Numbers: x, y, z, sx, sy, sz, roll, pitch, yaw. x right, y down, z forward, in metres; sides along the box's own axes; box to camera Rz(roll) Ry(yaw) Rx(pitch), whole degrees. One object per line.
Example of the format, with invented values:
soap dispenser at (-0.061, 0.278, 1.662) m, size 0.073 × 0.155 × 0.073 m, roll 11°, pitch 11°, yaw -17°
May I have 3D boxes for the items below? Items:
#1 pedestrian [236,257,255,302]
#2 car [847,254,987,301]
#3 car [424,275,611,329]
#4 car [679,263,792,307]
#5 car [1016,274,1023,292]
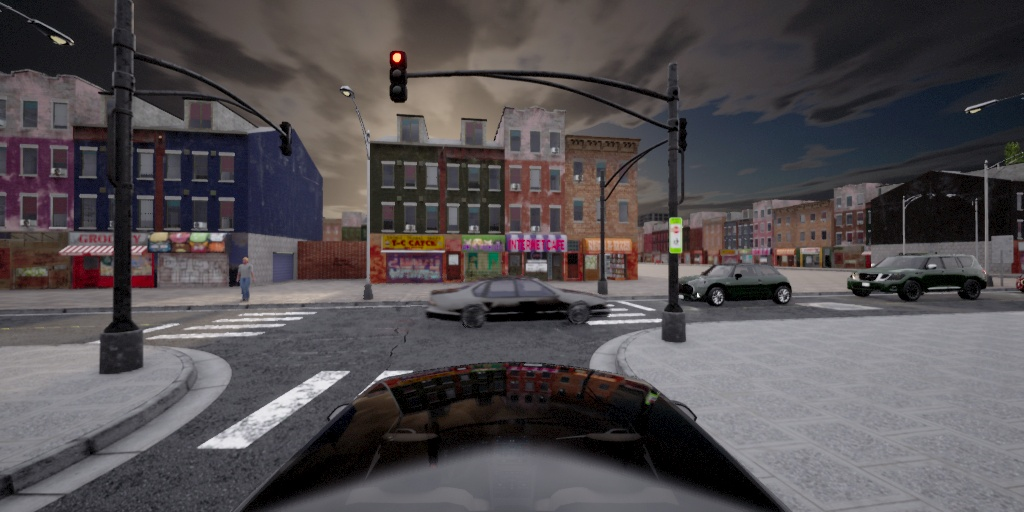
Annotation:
pedestrian at (-11.106, 0.948, 14.964) m, size 0.375 × 1.860 × 0.375 m, roll 0°, pitch 0°, yaw -9°
car at (18.779, 0.931, 16.698) m, size 5.566 × 2.045 × 2.150 m, roll 0°, pitch 0°, yaw -9°
car at (0.130, 1.300, 10.786) m, size 5.357 × 1.411 × 2.033 m, roll 0°, pitch 0°, yaw -9°
car at (9.178, 1.086, 15.164) m, size 4.553 × 1.767 × 2.097 m, roll 0°, pitch 0°, yaw -10°
car at (28.627, 1.037, 18.197) m, size 4.553 × 1.767 × 2.097 m, roll 0°, pitch 0°, yaw -8°
